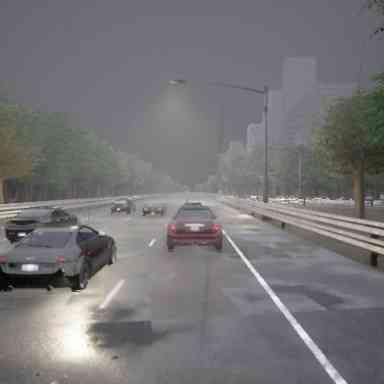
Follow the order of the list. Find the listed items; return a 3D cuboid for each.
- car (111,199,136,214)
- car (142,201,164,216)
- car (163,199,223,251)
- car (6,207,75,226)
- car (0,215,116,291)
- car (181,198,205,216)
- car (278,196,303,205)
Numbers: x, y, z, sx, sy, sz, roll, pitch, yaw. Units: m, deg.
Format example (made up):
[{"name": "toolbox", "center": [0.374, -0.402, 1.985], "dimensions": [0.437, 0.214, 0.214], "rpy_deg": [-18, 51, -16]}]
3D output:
[{"name": "car", "center": [-6.896, 1.447, 33.596], "dimensions": [1.812, 1.442, 4.674], "rpy_deg": [0, 0, 0]}, {"name": "car", "center": [-3.395, 1.530, 31.079], "dimensions": [1.895, 1.301, 4.718], "rpy_deg": [0, 0, 0]}, {"name": "car", "center": [0.103, 1.332, 14.148], "dimensions": [2.097, 1.767, 4.553], "rpy_deg": [0, 0, 0]}, {"name": "car", "center": [-6.898, 1.481, 15.885], "dimensions": [1.837, 1.490, 4.892], "rpy_deg": [0, 0, 0]}, {"name": "car", "center": [-3.398, 1.556, 8.989], "dimensions": [1.994, 1.385, 4.181], "rpy_deg": [0, 0, 0]}, {"name": "car", "center": [0.107, 1.417, 32.482], "dimensions": [2.128, 1.511, 4.902], "rpy_deg": [0, 0, 0]}, {"name": "car", "center": [18.189, 1.511, 61.676], "dimensions": [2.128, 1.511, 4.902], "rpy_deg": [0, 1, -35]}]
